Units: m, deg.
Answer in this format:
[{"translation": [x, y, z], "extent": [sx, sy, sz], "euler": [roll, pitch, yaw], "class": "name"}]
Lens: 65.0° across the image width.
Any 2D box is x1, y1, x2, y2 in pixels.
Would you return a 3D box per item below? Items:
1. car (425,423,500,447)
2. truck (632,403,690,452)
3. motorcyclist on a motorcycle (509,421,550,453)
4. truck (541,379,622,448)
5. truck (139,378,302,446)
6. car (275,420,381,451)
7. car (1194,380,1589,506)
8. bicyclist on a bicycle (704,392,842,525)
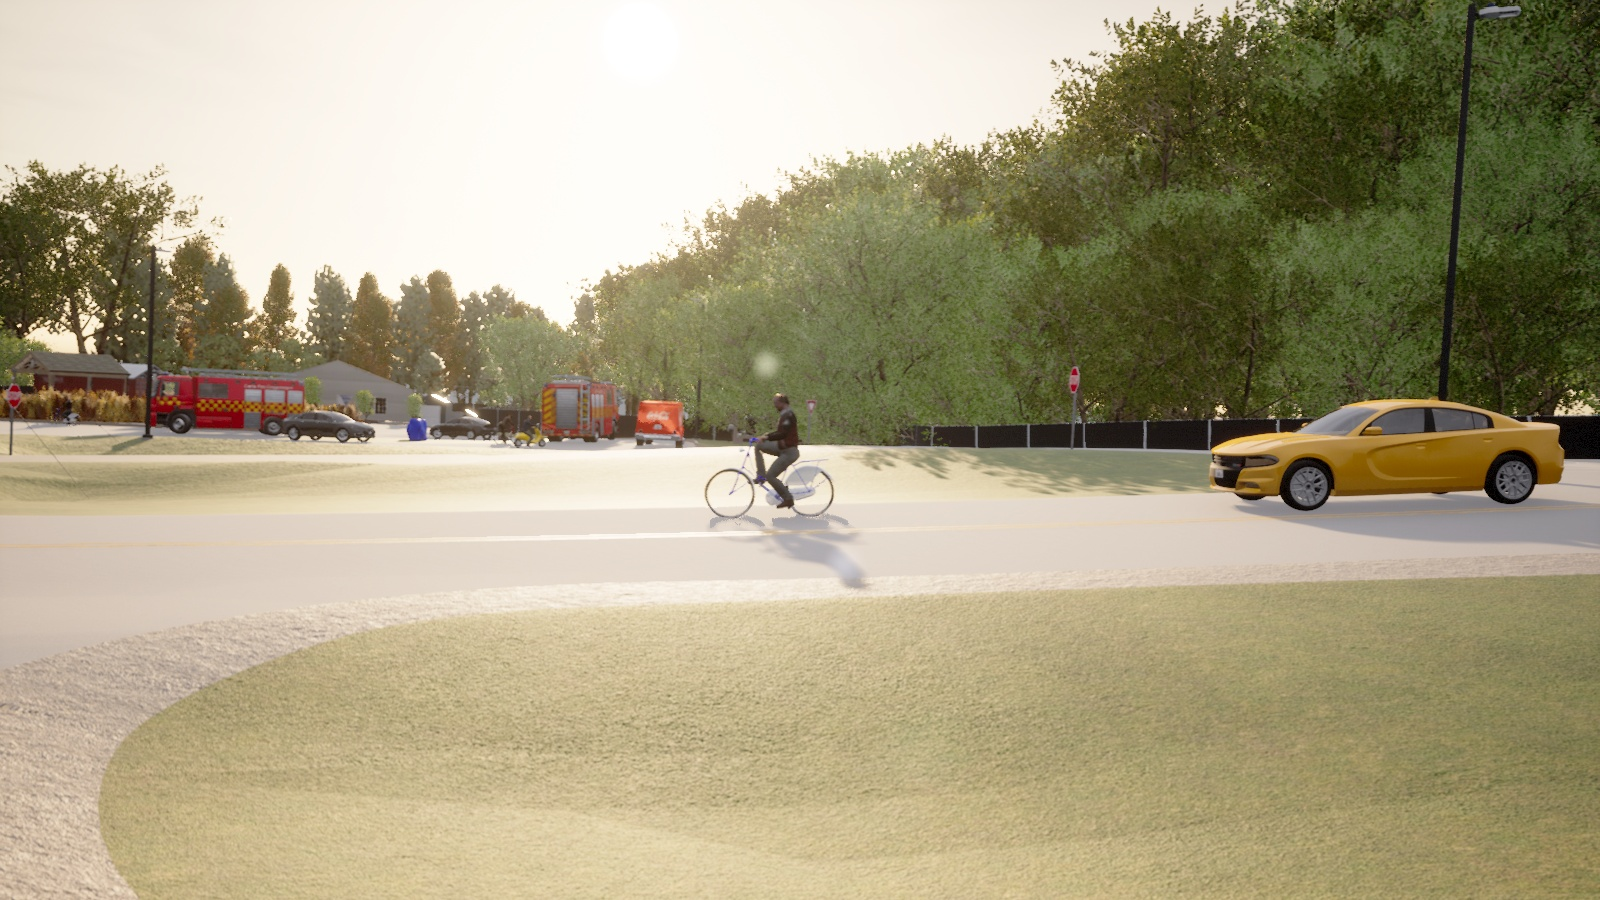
[{"translation": [-22.966, -1.040, 85.452], "extent": [4.892, 1.490, 1.837], "euler": [1, 2, 24], "class": "car"}, {"translation": [-7.622, -1.296, 69.351], "extent": [2.627, 2.467, 5.204], "euler": [2, 2, -1], "class": "truck"}, {"translation": [-13.546, -0.666, 62.830], "extent": [1.817, 1.590, 0.866], "euler": [-1, 3, -38], "class": "motorcyclist on a motorcycle"}, {"translation": [-12.782, -2.201, 74.339], "extent": [2.891, 3.827, 8.468], "euler": [0, 2, 3], "class": "truck"}, {"translation": [-34.361, -2.204, 74.623], "extent": [8.468, 3.827, 2.891], "euler": [0, 2, -31], "class": "truck"}, {"translation": [-23.755, -0.733, 63.240], "extent": [4.892, 1.490, 1.837], "euler": [1, 1, 17], "class": "car"}, {"translation": [8.648, -0.153, 18.568], "extent": [5.008, 1.535, 1.882], "euler": [-3, 3, -6], "class": "car"}, {"translation": [-0.394, 0.100, 17.680], "extent": [1.843, 1.776, 0.659], "euler": [-2, 3, -6], "class": "bicyclist on a bicycle"}]
